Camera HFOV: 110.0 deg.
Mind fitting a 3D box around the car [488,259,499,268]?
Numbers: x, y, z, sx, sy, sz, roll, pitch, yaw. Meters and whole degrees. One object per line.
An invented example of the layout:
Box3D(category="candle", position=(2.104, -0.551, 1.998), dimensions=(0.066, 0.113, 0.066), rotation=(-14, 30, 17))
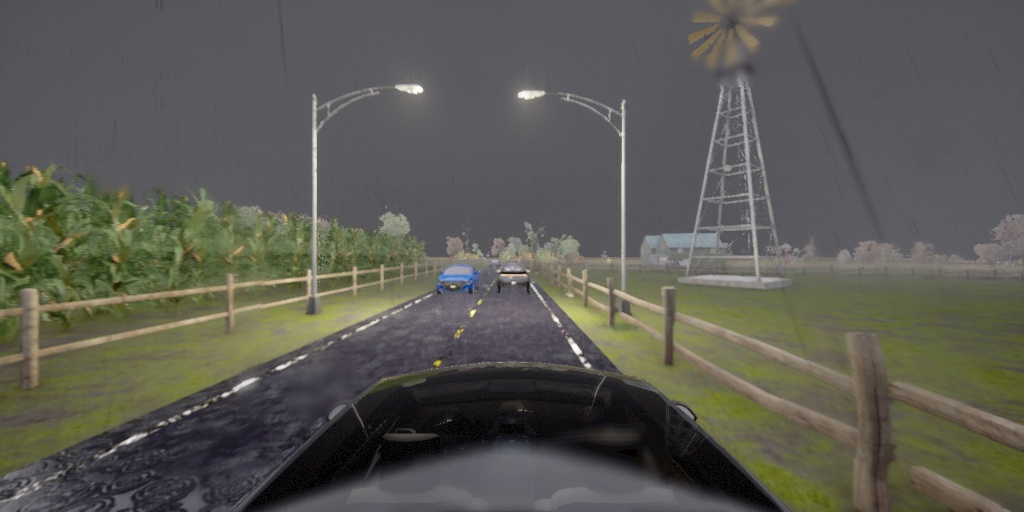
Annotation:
Box3D(category="car", position=(-2.932, 1.268, 61.386), dimensions=(1.812, 1.442, 4.674), rotation=(0, 0, 0))

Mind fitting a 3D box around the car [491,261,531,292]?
Box3D(category="car", position=(0.078, 1.228, 21.279), dimensions=(2.128, 1.511, 4.902), rotation=(0, 0, 0))

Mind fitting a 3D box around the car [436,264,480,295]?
Box3D(category="car", position=(-2.865, 1.214, 19.839), dimensions=(1.882, 1.535, 5.008), rotation=(0, 0, 0))
